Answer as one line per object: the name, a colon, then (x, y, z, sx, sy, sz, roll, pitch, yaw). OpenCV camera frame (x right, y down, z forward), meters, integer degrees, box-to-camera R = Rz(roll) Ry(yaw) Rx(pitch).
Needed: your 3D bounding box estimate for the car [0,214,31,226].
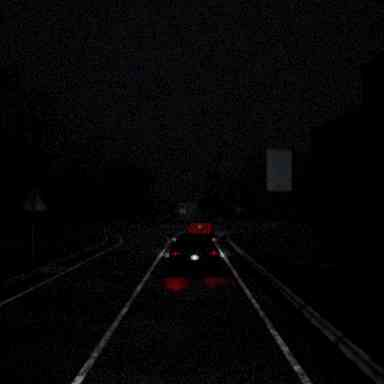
car: (-22.622, 3.567, 42.479, 4.181, 1.385, 1.994, 3, -2, -38)

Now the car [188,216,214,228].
car: (0.853, 2.942, 29.040, 2.097, 1.767, 4.553, 0, -3, 6)

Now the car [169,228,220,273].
car: (0.098, 2.447, 14.078, 1.994, 1.385, 4.181, 0, -3, 0)
